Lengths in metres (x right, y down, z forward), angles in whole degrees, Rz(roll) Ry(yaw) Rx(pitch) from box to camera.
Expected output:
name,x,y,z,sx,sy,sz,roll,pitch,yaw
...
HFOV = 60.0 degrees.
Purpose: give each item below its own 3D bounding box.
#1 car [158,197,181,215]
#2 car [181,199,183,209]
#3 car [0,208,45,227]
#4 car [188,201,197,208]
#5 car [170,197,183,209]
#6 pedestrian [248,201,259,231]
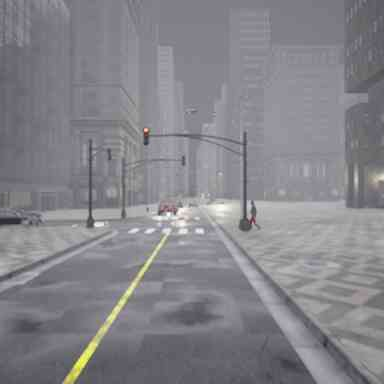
name,x,y,z,sx,sy,sz,roll,pitch,yaw
car,-2.982,1.758,41.670,2.150,2.045,5.566,0,-1,1
car,-2.954,2.161,51.915,2.128,1.511,4.902,0,-1,0
car,-14.194,2.019,26.203,4.902,1.511,2.128,-1,-1,-1
car,0.173,2.404,65.797,2.033,1.411,5.357,0,-1,0
car,-2.877,2.034,62.338,2.150,2.045,5.566,0,-1,1
pedestrian,3.643,1.399,19.938,0.375,1.860,0.375,0,-1,0
